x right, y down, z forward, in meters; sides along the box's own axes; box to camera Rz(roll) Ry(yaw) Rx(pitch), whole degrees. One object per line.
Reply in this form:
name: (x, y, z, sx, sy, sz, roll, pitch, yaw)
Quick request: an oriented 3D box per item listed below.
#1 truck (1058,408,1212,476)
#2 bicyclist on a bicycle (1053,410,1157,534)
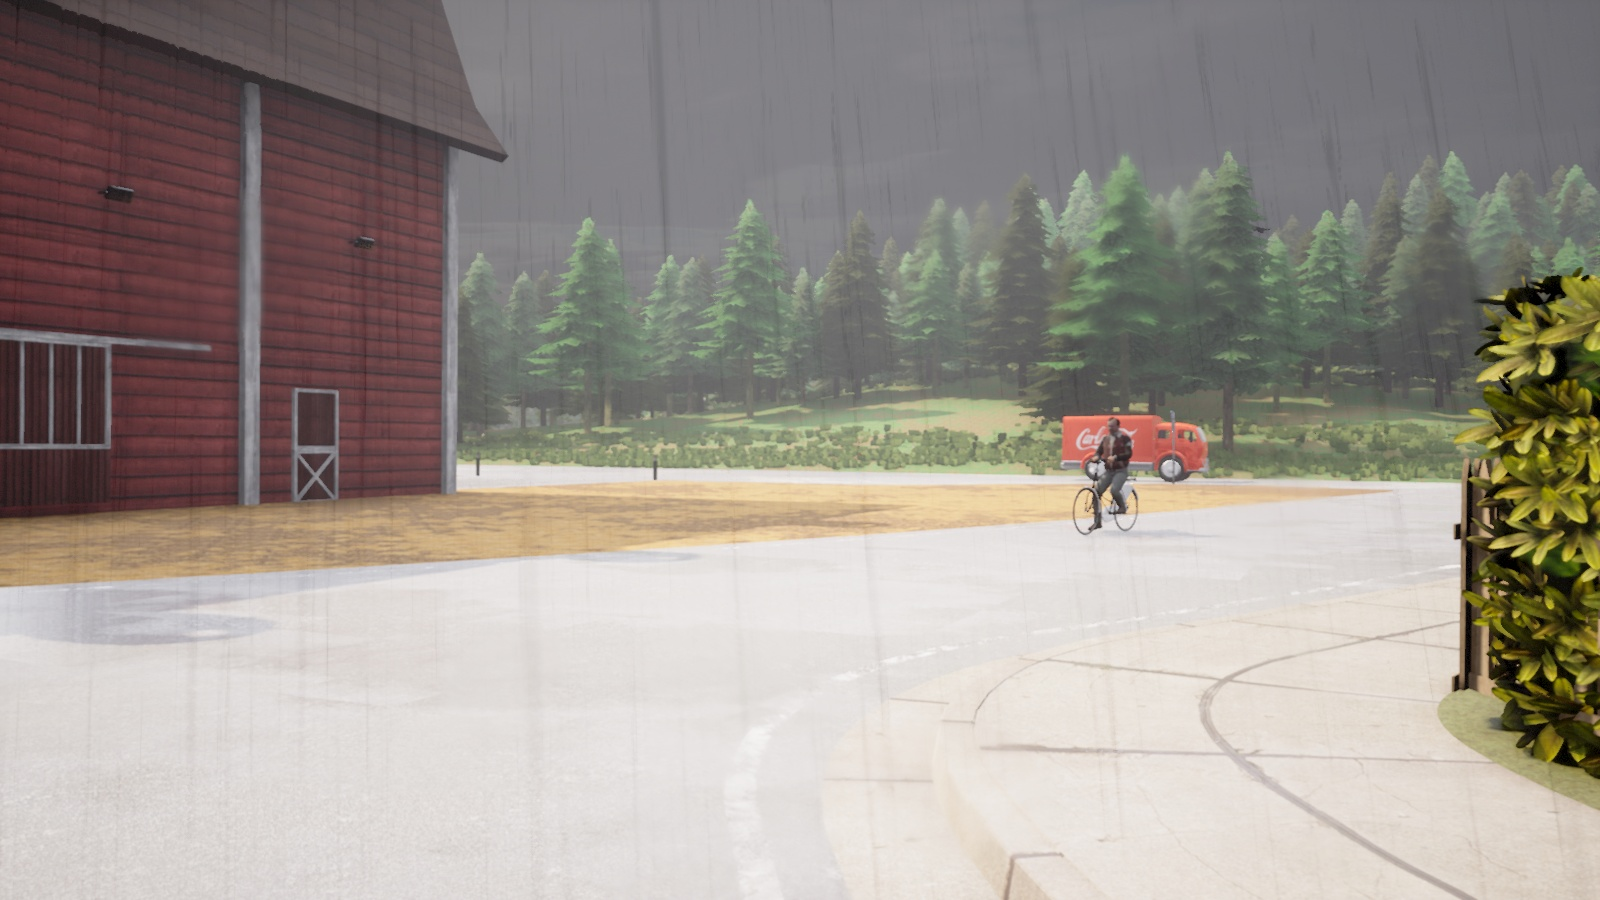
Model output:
truck: (12.692, -0.281, 47.540, 5.204, 2.467, 2.627, 0, 0, 25)
bicyclist on a bicycle: (4.612, 0.308, 18.909, 0.659, 1.776, 1.843, 0, 0, 45)
